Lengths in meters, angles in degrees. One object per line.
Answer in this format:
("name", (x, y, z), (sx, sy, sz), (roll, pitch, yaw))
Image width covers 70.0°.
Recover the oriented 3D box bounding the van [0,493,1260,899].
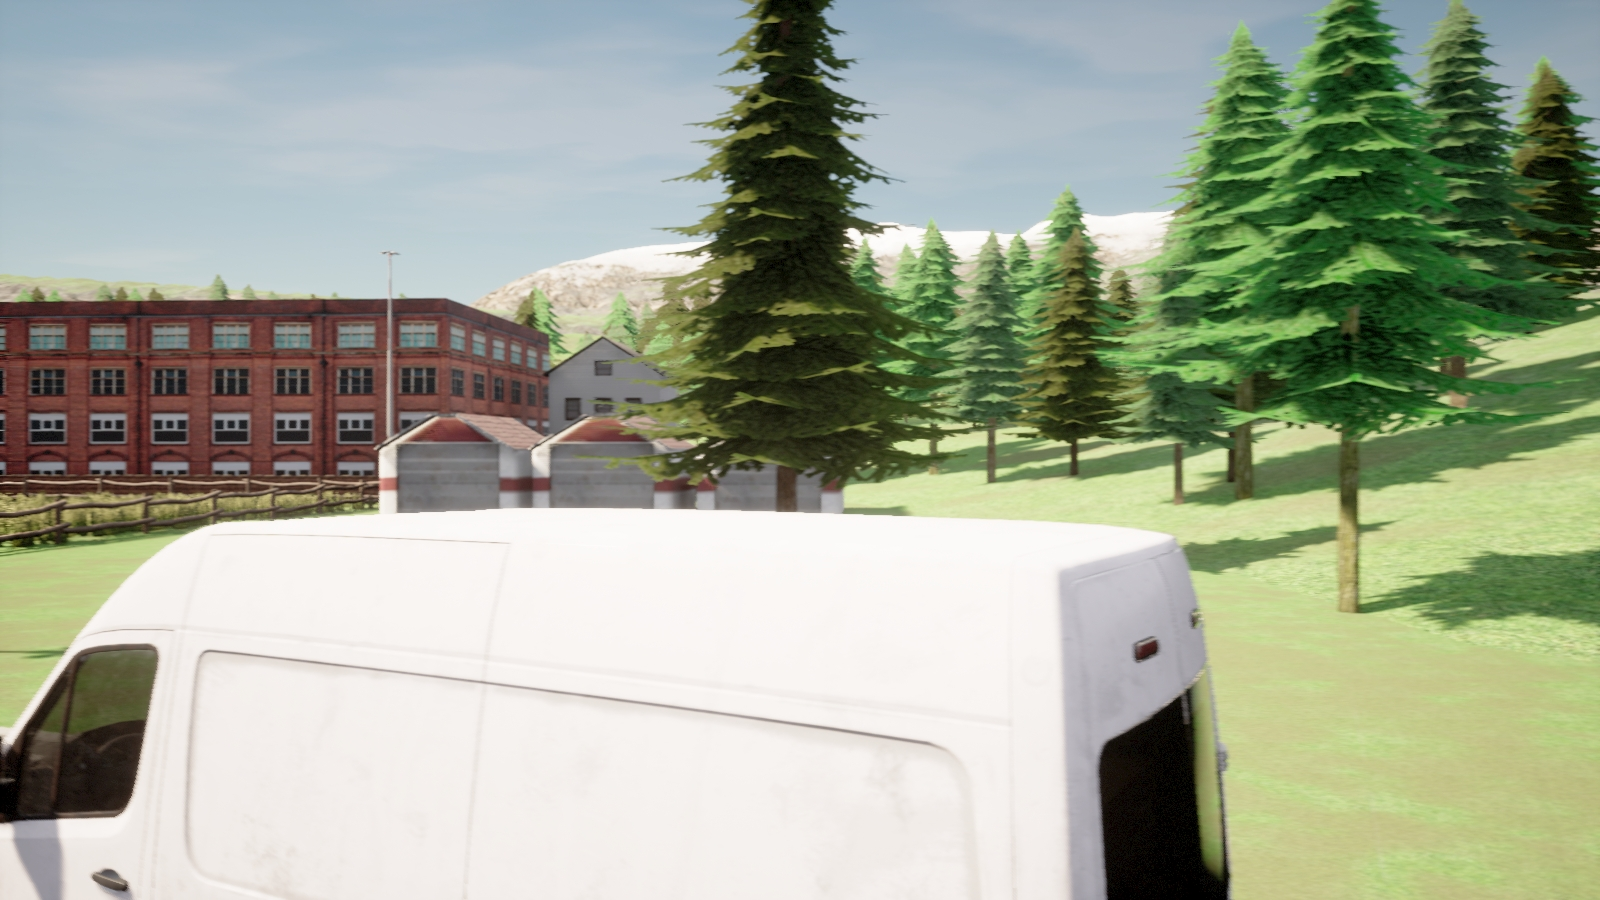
("van", (-1.413, 1.533, 4.687), (5.915, 2.561, 1.988), (0, -1, 29))
